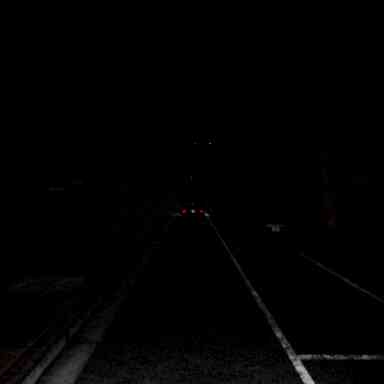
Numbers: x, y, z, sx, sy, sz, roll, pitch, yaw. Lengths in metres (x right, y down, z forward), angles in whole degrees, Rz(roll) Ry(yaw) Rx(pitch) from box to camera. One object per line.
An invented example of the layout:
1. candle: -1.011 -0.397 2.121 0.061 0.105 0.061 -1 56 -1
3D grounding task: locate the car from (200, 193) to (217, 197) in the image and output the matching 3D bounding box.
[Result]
1. car: 2.659 1.036 46.306 2.192 1.841 5.009 2 0 0

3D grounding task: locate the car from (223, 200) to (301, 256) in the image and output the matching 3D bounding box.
1. car: 2.663 1.274 12.975 2.192 1.841 5.009 2 0 0

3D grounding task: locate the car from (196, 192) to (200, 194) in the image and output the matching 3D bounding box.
1. car: 2.646 0.944 79.629 1.967 1.590 4.097 2 0 0

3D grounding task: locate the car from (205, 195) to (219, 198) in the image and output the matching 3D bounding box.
1. car: 2.654 1.378 35.201 1.947 1.339 4.313 2 0 0

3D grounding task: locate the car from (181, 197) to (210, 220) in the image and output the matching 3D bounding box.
1. car: 0.080 1.427 26.670 2.033 1.411 5.357 0 0 0

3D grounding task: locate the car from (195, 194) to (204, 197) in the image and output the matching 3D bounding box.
1. car: 0.059 1.330 38.782 2.033 1.411 5.357 0 1 0

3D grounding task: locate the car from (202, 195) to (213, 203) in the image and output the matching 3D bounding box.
1. car: 2.647 1.219 57.415 1.802 1.307 4.206 2 0 0

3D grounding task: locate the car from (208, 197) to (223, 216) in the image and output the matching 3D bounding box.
1. car: 2.655 1.423 29.645 1.947 1.339 4.313 2 0 0

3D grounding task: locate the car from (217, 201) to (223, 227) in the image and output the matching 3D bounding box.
1. car: 2.657 1.477 18.533 1.887 1.381 4.507 2 0 0
